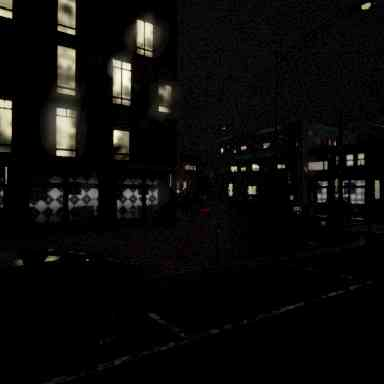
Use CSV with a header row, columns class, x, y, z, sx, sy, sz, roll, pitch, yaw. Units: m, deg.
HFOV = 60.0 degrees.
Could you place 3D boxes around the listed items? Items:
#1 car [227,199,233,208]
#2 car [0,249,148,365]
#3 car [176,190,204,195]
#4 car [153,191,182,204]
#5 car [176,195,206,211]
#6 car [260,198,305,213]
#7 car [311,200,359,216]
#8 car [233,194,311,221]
class,x,y,z,sx,sy,sz,roll,pitch,yaw
car,5.966,1.130,38.703,1.967,1.590,4.097,1,0,-36
car,-2.695,1.566,4.633,4.313,1.339,1.947,0,0,-36
car,-0.546,0.804,43.161,2.150,2.045,5.566,0,0,-36
car,-3.898,0.793,52.097,2.192,1.841,5.009,1,0,-36
car,-0.783,1.230,33.732,1.802,1.307,4.206,1,0,-36
car,9.254,1.340,34.236,1.802,1.307,4.206,1,0,-36
car,12.543,1.371,29.771,1.887,1.381,4.507,1,0,-36
car,5.802,1.101,24.801,2.192,1.841,5.009,1,0,-36
